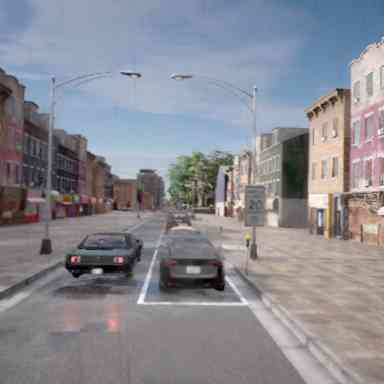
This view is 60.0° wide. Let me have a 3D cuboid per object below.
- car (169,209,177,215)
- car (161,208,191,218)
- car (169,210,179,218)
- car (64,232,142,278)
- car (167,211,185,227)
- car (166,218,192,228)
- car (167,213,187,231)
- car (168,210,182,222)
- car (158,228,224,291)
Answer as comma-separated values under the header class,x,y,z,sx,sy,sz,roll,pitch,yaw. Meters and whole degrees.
class,x,y,z,sx,sy,sz,roll,pitch,yaw
car,-5.036,5.337,88.720,1.947,1.339,4.313,1,-3,-4
car,-1.149,2.453,27.067,2.192,1.841,5.009,1,-2,-4
car,-3.623,4.329,66.300,2.008,1.369,4.403,1,-3,-4
car,-2.826,2.050,11.687,1.895,1.301,4.718,2,-2,-4
car,-1.857,3.036,38.275,1.967,1.590,4.097,1,-2,-4
car,-0.458,2.220,16.013,1.752,1.417,4.829,1,-2,-4
car,-1.516,2.898,32.833,1.752,1.417,4.829,1,-2,-4
car,-2.562,3.502,49.488,1.967,1.590,4.097,1,-2,-4
car,-0.096,2.030,10.235,1.947,1.339,4.313,1,-2,-4
